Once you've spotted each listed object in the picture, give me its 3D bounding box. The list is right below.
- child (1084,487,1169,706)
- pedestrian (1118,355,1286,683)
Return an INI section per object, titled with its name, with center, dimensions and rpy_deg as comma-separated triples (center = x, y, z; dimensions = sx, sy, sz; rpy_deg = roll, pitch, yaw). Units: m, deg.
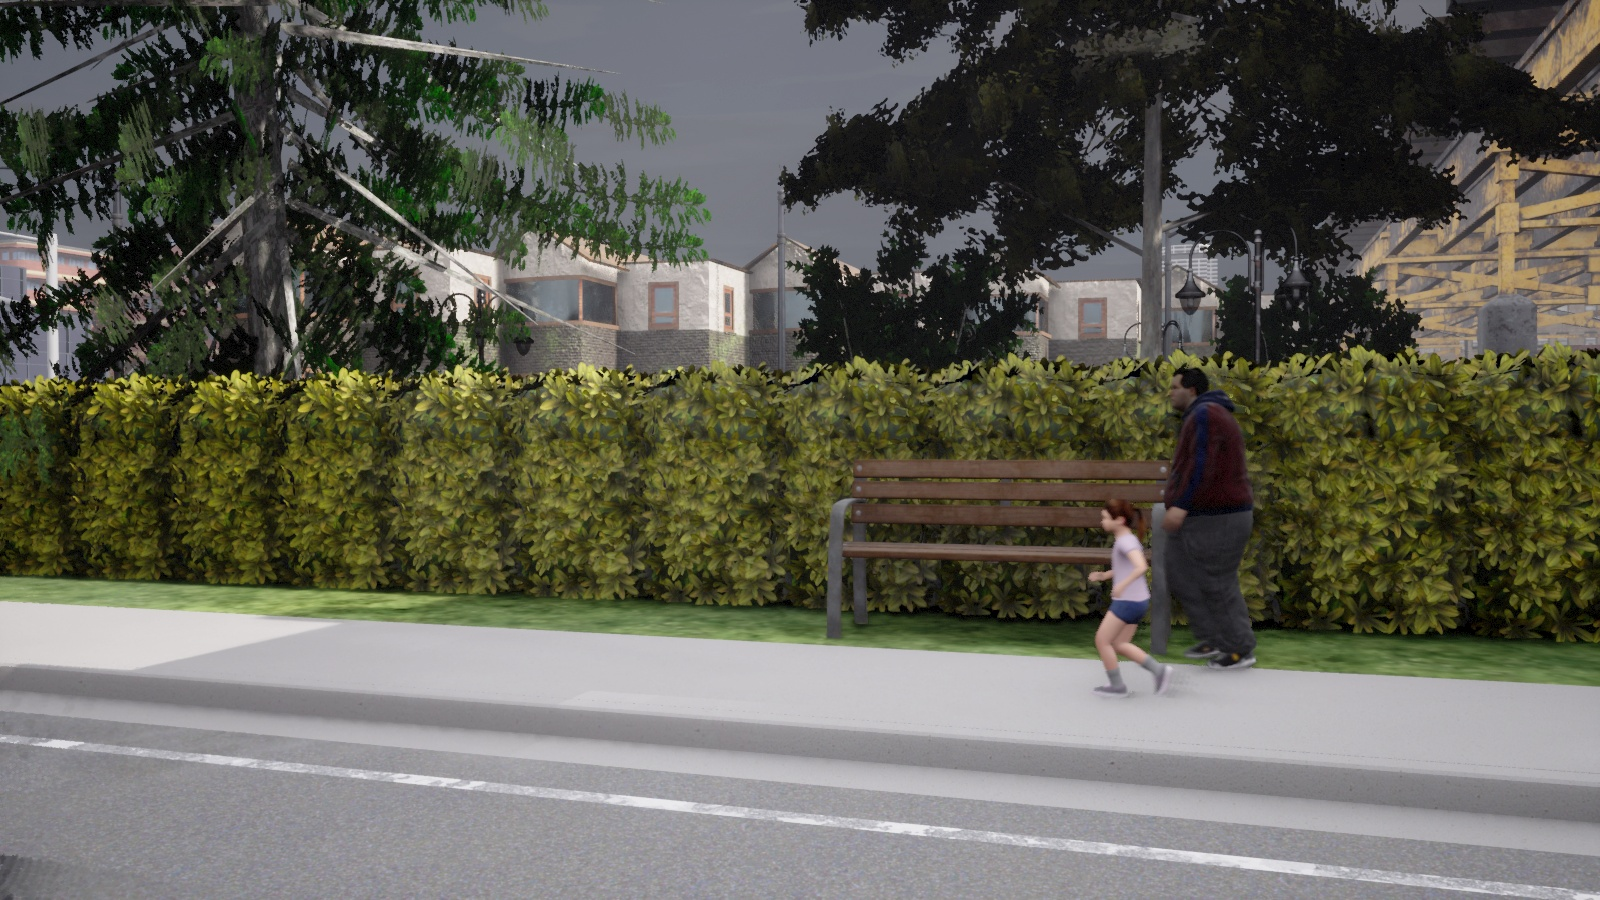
[child]
center = 1.737, 0.763, 6.678
dimensions = 0.394, 1.110, 0.255
rpy_deg = 1, 1, 24
[pedestrian]
center = 2.380, 0.381, 7.485
dimensions = 0.899, 1.844, 0.634
rpy_deg = 0, 1, 17
